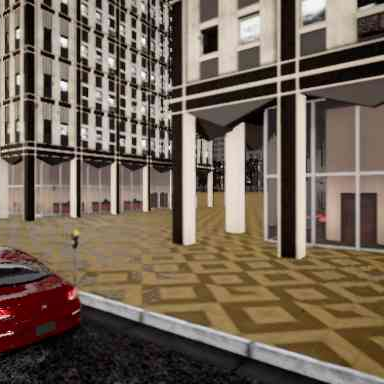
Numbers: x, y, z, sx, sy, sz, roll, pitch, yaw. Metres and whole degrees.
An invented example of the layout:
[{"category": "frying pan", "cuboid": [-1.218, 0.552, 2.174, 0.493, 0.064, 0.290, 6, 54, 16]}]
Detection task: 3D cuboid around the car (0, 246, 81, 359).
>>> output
[{"category": "car", "cuboid": [-3.526, 1.545, 5.392, 4.206, 1.307, 1.802, 0, 0, 35]}]
